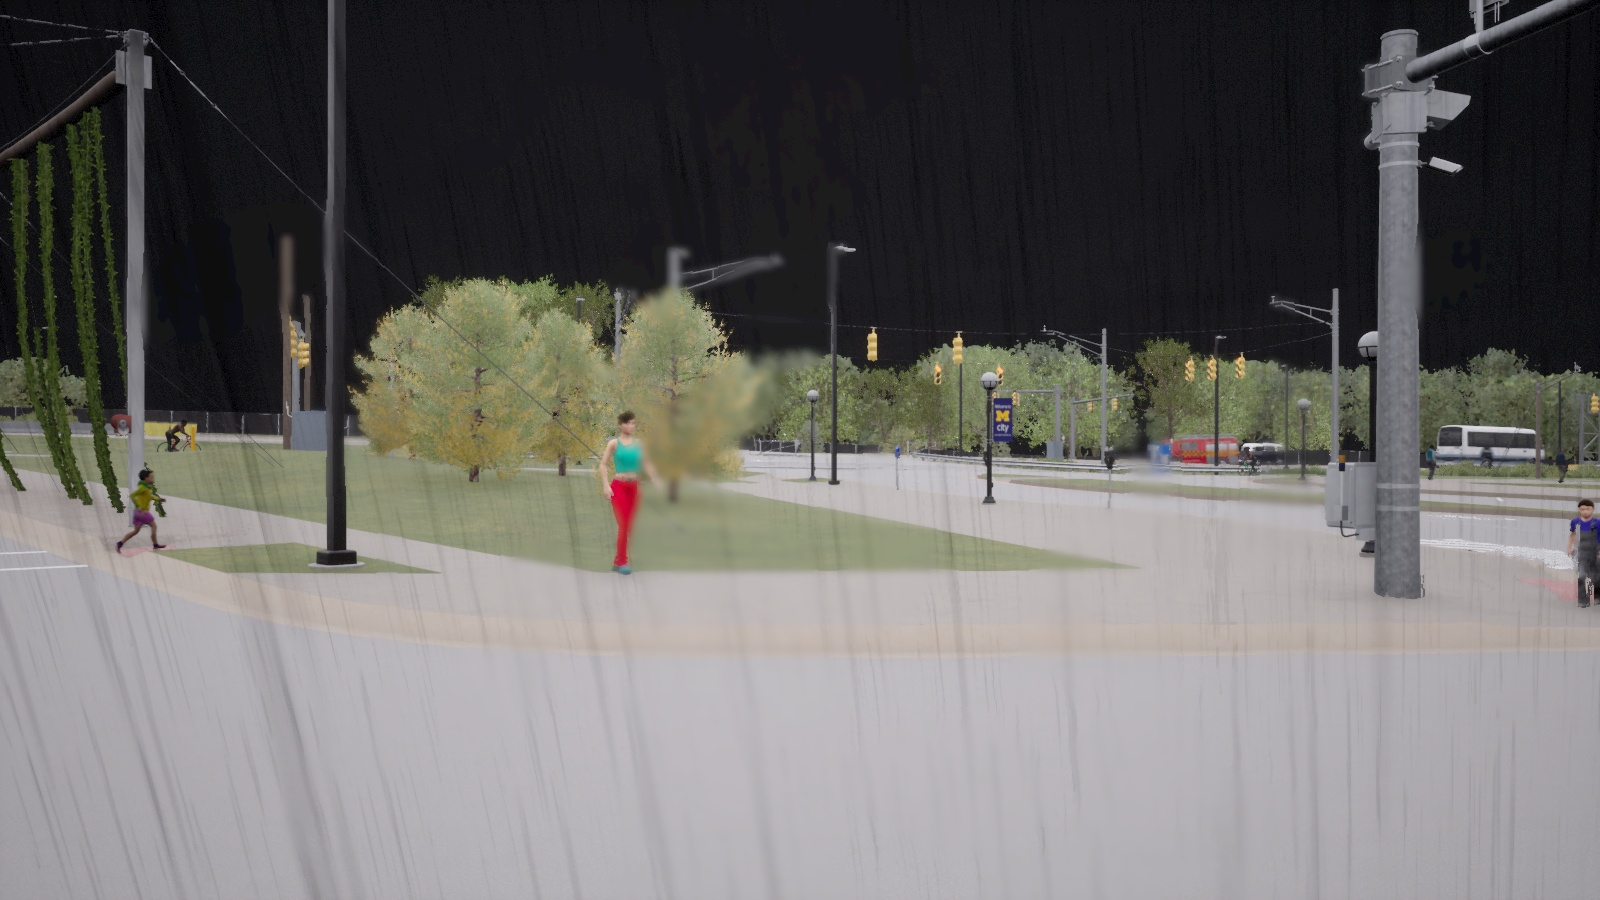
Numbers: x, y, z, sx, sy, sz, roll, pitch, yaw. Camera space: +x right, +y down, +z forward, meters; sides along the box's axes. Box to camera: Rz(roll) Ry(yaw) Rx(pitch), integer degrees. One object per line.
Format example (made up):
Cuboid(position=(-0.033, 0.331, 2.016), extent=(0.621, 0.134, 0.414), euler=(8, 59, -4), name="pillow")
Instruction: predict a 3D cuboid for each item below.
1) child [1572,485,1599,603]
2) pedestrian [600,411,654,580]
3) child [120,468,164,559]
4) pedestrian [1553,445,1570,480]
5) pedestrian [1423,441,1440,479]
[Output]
Cuboid(position=(8.683, 1.024, 13.823), extent=(0.270, 1.263, 0.437), euler=(0, 0, 39), name="child")
Cuboid(position=(-1.927, 0.489, 13.954), extent=(0.345, 1.836, 0.594), euler=(0, 0, -37), name="pedestrian")
Cuboid(position=(-8.595, 0.821, 16.408), extent=(0.473, 1.160, 0.299), euler=(0, 0, -34), name="child")
Cuboid(position=(40.542, 0.667, 66.835), extent=(0.726, 1.842, 0.402), euler=(0, 0, -16), name="pedestrian")
Cuboid(position=(32.371, 0.490, 64.389), extent=(0.692, 1.930, 0.396), euler=(0, 0, -18), name="pedestrian")
